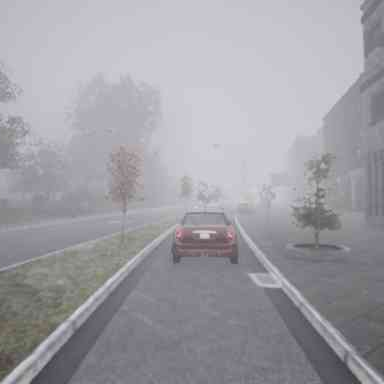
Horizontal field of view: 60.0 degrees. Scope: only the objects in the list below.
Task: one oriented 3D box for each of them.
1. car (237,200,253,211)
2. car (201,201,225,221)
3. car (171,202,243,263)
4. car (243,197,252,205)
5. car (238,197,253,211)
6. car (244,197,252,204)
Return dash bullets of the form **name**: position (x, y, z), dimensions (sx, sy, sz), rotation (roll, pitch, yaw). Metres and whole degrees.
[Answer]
- **car**: position (7.952, 1.948, 49.511), dimensions (2.163, 1.488, 4.792), rotation (0, -1, 10)
- **car**: position (2.018, 1.642, 30.033), dimensions (1.882, 1.535, 5.008), rotation (0, -1, 7)
- **car**: position (0.495, 1.366, 12.191), dimensions (2.097, 1.767, 4.553), rotation (0, 0, 3)
- **car**: position (13.780, 2.243, 82.207), dimensions (2.185, 1.767, 4.553), rotation (0, -1, 10)
- **car**: position (7.011, 1.840, 44.094), dimensions (2.097, 1.535, 5.008), rotation (-1, -1, 9)
- **car**: position (15.727, 2.387, 93.133), dimensions (2.185, 1.767, 4.553), rotation (1, -1, 10)
